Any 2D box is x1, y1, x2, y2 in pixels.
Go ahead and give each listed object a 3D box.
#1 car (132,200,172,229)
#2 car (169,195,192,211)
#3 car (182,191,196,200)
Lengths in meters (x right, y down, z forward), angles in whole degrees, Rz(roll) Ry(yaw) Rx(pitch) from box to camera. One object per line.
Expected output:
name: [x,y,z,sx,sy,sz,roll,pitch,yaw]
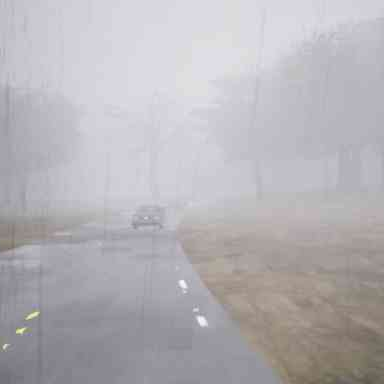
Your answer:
car: [-2.636,1.514,21.376,2.033,1.411,5.357,-2,0,-1]
car: [-1.644,1.331,36.396,1.895,1.301,4.718,-2,1,8]
car: [-0.574,0.659,56.466,1.882,1.535,5.008,-2,1,14]
